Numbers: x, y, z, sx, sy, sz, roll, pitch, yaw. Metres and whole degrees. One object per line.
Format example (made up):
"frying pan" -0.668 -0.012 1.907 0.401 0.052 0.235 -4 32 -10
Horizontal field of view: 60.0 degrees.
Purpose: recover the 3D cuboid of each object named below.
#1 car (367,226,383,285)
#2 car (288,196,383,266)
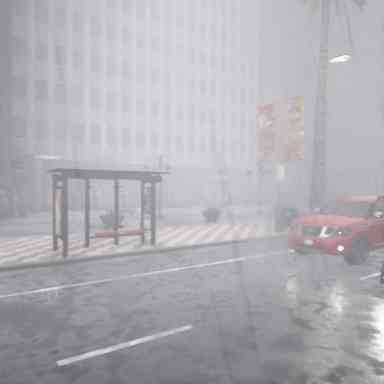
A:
"car" 6.183 1.533 7.628 4.181 1.385 1.994 0 0 -34
"car" 5.851 1.167 11.674 5.566 2.045 2.150 0 0 -34
